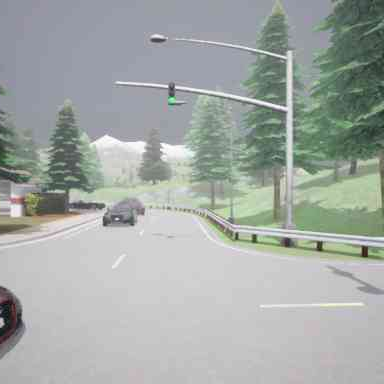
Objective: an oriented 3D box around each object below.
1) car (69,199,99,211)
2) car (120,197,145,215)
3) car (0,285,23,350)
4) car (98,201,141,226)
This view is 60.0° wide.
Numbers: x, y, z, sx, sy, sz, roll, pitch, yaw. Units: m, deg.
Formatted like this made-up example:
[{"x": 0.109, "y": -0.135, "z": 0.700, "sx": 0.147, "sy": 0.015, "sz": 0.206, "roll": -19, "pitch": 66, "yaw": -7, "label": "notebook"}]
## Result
[{"x": -12.916, "y": 1.548, "z": 40.282, "sx": 4.718, "sy": 1.301, "sz": 1.895, "roll": 0, "pitch": 0, "yaw": 12, "label": "car"}, {"x": -6.069, "y": 1.307, "z": 32.784, "sx": 2.097, "sy": 1.767, "sz": 4.553, "roll": 0, "pitch": 0, "yaw": -21, "label": "car"}, {"x": -4.632, "y": 1.617, "z": 4.450, "sx": 4.181, "sy": 1.385, "sz": 1.994, "roll": 1, "pitch": 0, "yaw": -3, "label": "car"}, {"x": -4.885, "y": 1.531, "z": 23.030, "sx": 1.994, "sy": 1.385, "sz": 4.181, "roll": 0, "pitch": 0, "yaw": -4, "label": "car"}]
